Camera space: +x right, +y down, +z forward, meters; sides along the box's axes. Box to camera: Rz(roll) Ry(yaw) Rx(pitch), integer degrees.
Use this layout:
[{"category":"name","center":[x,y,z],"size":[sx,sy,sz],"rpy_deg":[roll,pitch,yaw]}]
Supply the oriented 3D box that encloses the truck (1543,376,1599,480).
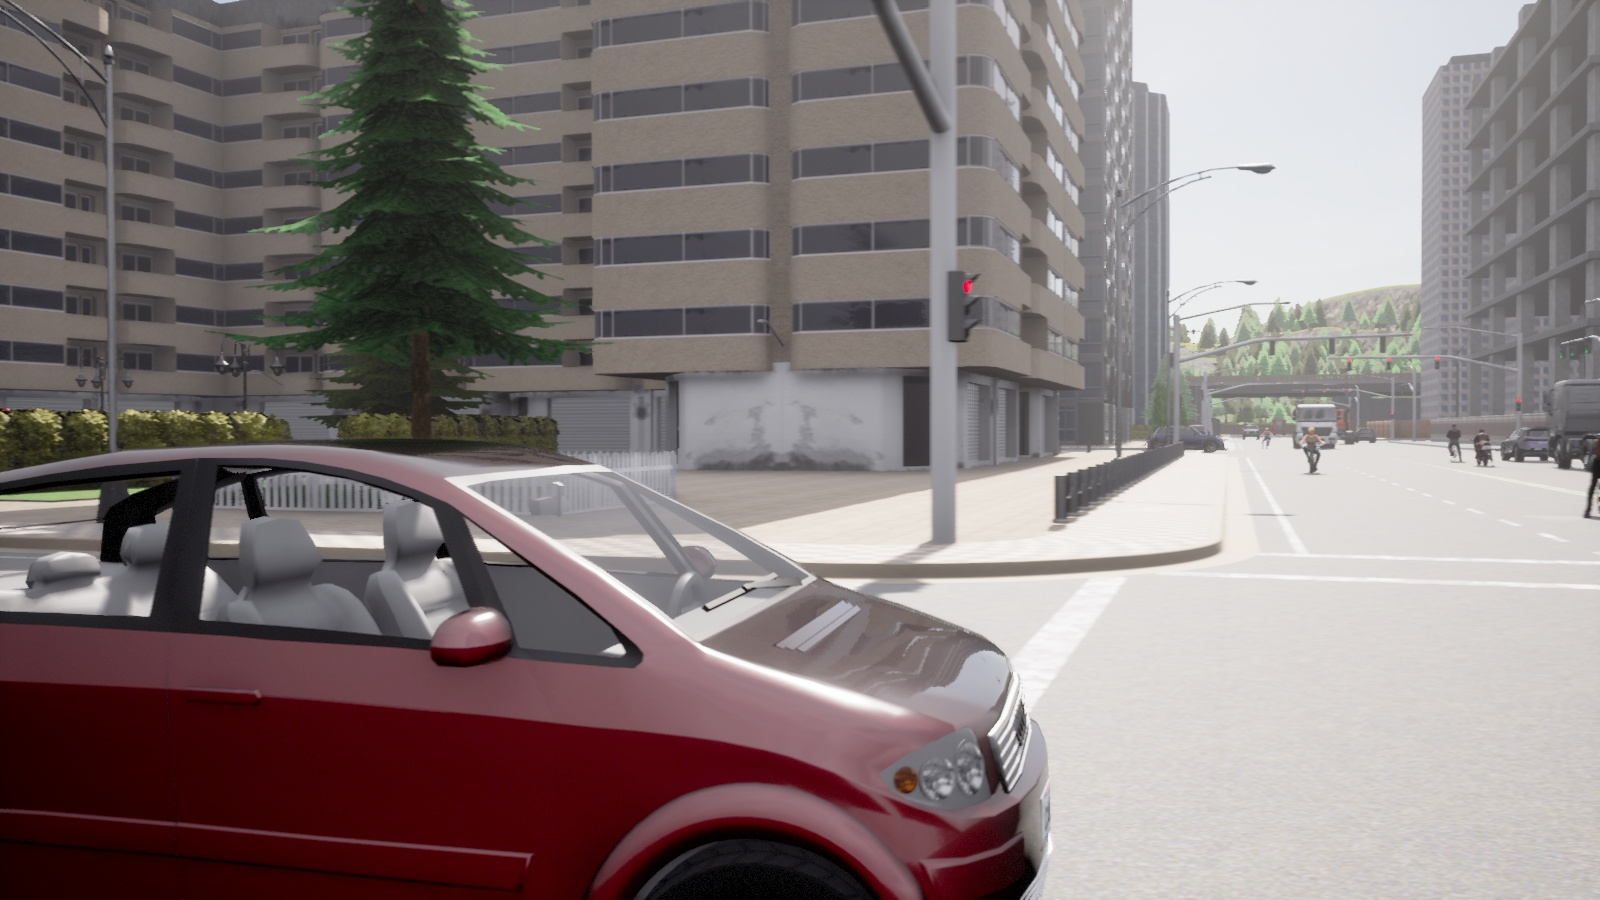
[{"category":"truck","center":[29.205,-0.765,44.978],"size":[2.891,3.462,7.936],"rpy_deg":[1,1,19]}]

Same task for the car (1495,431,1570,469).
[{"category":"car","center":[33.540,-0.040,57.639],"size":[2.033,1.649,4.856],"rpy_deg":[1,1,19]}]

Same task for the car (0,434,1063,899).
[{"category":"car","center":[-1.129,0.740,3.794],"size":[3.705,1.549,1.789],"rpy_deg":[0,1,14]}]

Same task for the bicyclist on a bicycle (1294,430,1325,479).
[{"category":"bicyclist on a bicycle","center":[17.342,0.144,42.765],"size":[0.866,1.612,1.509],"rpy_deg":[1,1,19]}]

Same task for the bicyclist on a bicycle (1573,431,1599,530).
[{"category":"bicyclist on a bicycle","center":[13.678,0.490,21.319],"size":[0.582,1.620,1.656],"rpy_deg":[1,1,19]}]

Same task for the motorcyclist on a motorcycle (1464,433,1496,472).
[{"category":"motorcyclist on a motorcycle","center":[27.470,0.100,50.734],"size":[0.797,1.523,2.044],"rpy_deg":[1,1,19]}]

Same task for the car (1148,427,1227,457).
[{"category":"car","center":[24.142,-0.520,78.372],"size":[4.553,1.767,2.097],"rpy_deg":[1,1,13]}]
